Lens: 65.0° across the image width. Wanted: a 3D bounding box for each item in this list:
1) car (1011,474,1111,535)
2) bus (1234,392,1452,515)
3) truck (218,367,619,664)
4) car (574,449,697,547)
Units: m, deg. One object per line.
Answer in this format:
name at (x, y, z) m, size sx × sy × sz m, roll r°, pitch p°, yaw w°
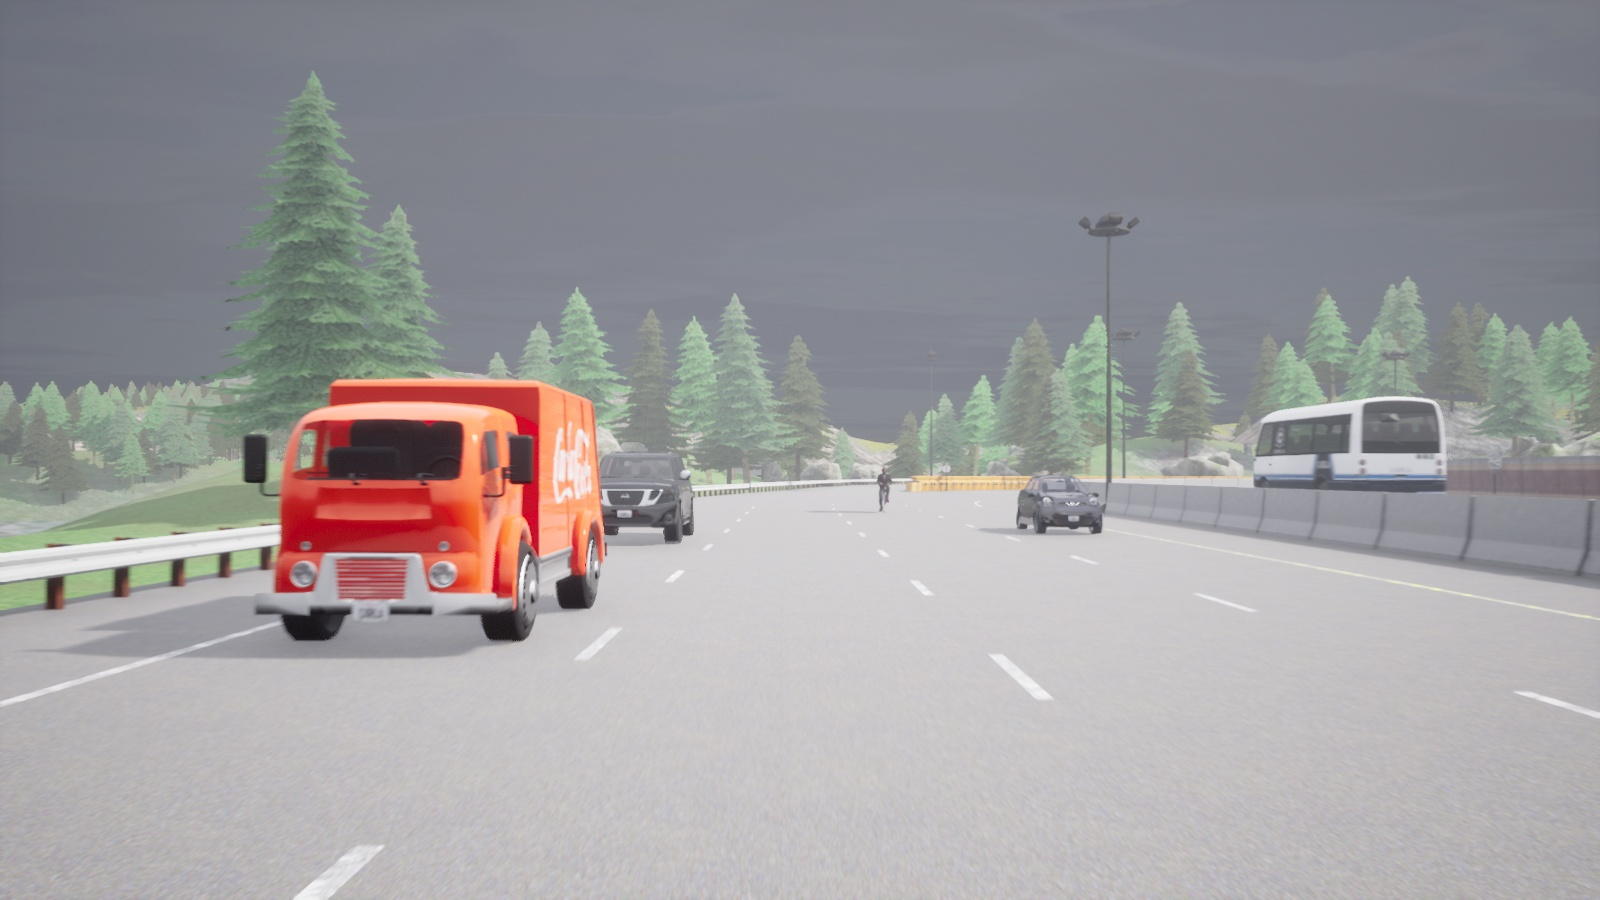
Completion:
car at (6.818, 1.386, 33.159) m, size 1.845 × 1.501 × 3.633 m, roll 0°, pitch -1°, yaw 0°
bus at (20.726, 0.215, 48.984) m, size 3.944 × 4.253 × 10.273 m, roll 0°, pitch -1°, yaw 0°
truck at (-3.574, 0.568, 13.118) m, size 2.627 × 2.467 × 5.204 m, roll 0°, pitch 0°, yaw 0°
car at (-3.660, 1.063, 28.992) m, size 2.150 × 2.045 × 5.566 m, roll 0°, pitch -1°, yaw 0°
